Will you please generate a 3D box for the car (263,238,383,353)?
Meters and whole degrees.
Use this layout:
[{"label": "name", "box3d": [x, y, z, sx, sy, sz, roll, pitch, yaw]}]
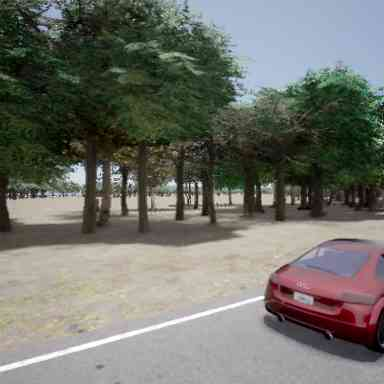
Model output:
[{"label": "car", "box3d": [3.293, 1.577, 6.243, 4.181, 1.385, 1.994, 0, 0, -37]}]
